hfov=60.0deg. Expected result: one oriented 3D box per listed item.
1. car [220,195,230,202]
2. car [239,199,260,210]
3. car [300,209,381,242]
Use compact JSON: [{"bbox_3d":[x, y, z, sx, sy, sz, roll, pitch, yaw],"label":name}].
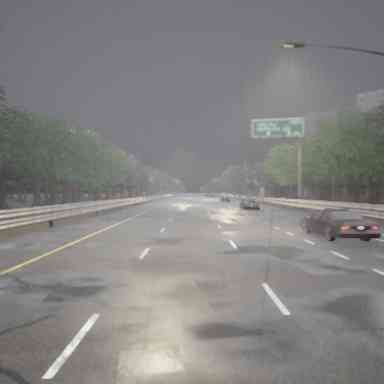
[{"bbox_3d":[7.186,1.470,72.716,1.812,1.442,4.674,0,0,0],"label":"car"},{"bbox_3d":[7.088,1.541,41.358,1.994,1.385,4.181,0,0,0],"label":"car"},{"bbox_3d":[7.016,1.544,16.322,2.033,1.411,5.357,0,0,0],"label":"car"}]
